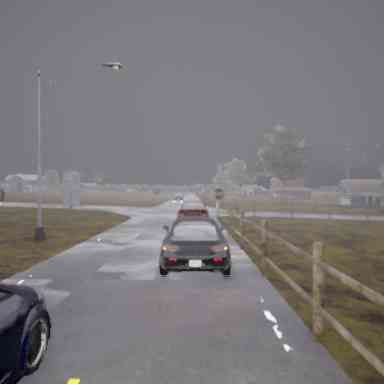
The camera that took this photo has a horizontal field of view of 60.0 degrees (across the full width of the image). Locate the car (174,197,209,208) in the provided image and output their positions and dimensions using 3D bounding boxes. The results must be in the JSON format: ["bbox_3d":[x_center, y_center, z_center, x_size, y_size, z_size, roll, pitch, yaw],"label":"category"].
[{"bbox_3d":[0.067,1.308,21.021,1.882,1.535,5.008,0,0,0],"label":"car"}]

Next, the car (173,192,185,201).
[{"bbox_3d":[-2.772,0.994,67.750,1.882,1.535,5.008,0,1,0],"label":"car"}]

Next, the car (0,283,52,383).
[{"bbox_3d":[-2.848,1.538,2.707,1.994,1.385,4.181,0,1,0],"label":"car"}]

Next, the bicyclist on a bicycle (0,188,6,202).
[{"bbox_3d":[-22.627,0.349,39.695,0.582,1.620,1.656,2,0,0],"label":"bicyclist on a bicycle"}]

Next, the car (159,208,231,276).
[{"bbox_3d":[0.081,1.439,9.880,1.812,1.442,4.674,0,1,0],"label":"car"}]

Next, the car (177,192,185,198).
[{"bbox_3d":[-2.769,0.793,84.019,1.837,1.490,4.892,0,0,0],"label":"car"}]
